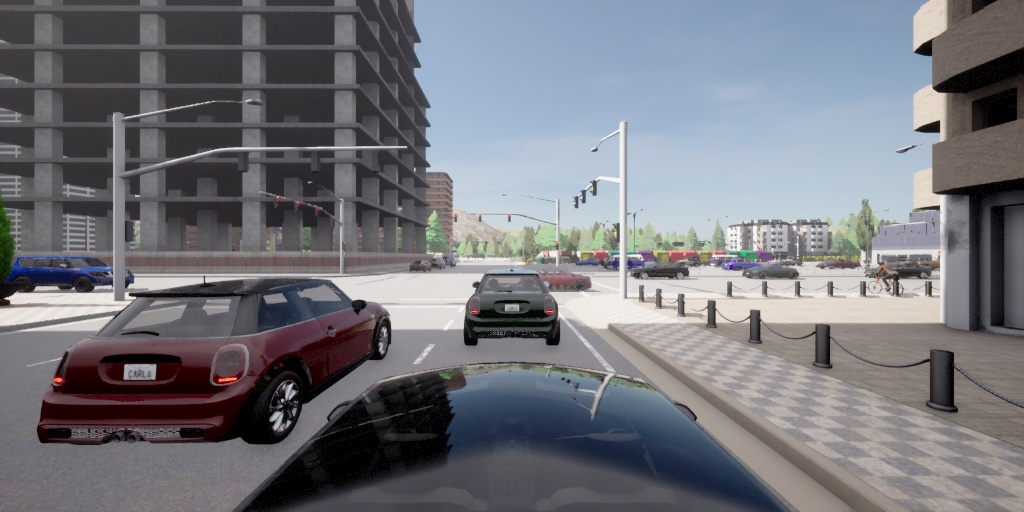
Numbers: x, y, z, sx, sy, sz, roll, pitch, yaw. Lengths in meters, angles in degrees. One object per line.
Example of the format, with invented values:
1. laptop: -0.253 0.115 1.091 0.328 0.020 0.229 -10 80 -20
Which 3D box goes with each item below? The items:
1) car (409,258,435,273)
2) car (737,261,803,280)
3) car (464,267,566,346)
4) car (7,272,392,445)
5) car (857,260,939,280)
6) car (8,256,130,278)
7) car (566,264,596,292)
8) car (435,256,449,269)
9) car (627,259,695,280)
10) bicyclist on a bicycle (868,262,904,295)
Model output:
1. car: -11.366 1.228 44.752 1.882 1.535 5.008 0 0 0
2. car: 22.953 1.369 31.887 4.181 1.385 1.994 0 0 0
3. car: -0.020 1.102 9.605 2.097 1.767 4.553 0 0 -1
4. car: -3.483 1.102 5.471 2.097 1.767 4.553 0 0 0
5. car: 34.280 1.310 31.961 4.892 1.490 1.837 0 0 0
6. car: -25.516 1.027 20.839 5.566 2.045 2.150 0 0 0
7. car: 2.532 1.345 21.044 4.181 1.385 1.994 0 0 0
8. car: -11.467 1.102 54.509 2.097 1.767 4.553 0 0 -1
9. car: 13.039 1.283 31.820 5.008 1.535 1.882 0 0 0
10. bicyclist on a bicycle: 18.070 1.106 17.374 0.582 1.620 1.656 0 0 0
